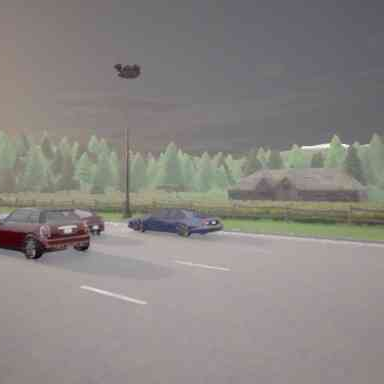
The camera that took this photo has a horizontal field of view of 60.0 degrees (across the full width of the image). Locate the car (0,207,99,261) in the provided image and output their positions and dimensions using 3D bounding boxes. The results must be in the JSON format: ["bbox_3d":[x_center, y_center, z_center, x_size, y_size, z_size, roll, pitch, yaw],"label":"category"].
[{"bbox_3d":[-5.935,1.336,12.524,4.553,1.767,2.097,0,0,36],"label":"car"}]

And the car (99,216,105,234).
[{"bbox_3d":[-6.470,1.506,17.205,4.674,1.442,1.812,0,0,35],"label":"car"}]

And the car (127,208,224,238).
[{"bbox_3d":[-0.982,1.533,17.591,5.357,1.411,2.033,0,0,36],"label":"car"}]
